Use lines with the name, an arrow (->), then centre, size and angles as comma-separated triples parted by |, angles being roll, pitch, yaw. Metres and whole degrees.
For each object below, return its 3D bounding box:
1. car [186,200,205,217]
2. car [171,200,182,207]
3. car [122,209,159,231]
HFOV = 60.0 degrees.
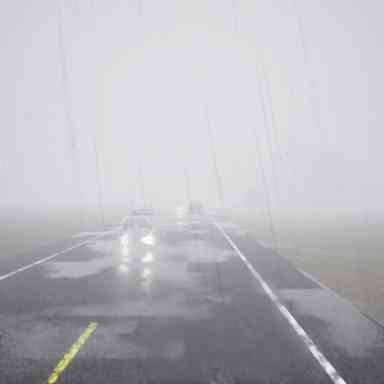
car -> 0.388, 1.920, 35.595 | 2.033, 1.411, 5.357 | 0, -1, 1
car -> -2.936, 2.260, 65.910 | 1.812, 1.442, 4.674 | 0, -1, 0
car -> -3.411, 1.836, 22.654 | 1.895, 1.301, 4.718 | 0, -1, 1
